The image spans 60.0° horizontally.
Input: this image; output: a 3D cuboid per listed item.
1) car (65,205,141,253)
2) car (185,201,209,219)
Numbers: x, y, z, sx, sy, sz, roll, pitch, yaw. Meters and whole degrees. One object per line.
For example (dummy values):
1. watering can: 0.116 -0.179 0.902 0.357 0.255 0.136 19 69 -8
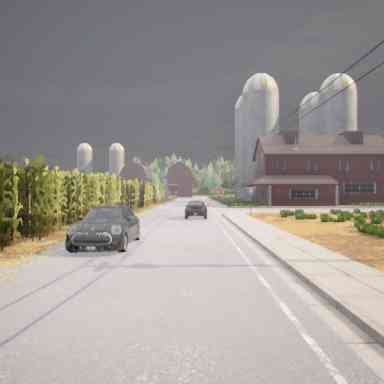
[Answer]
1. car: -3.482 1.366 13.769 2.097 1.767 4.553 0 0 1
2. car: 0.428 1.535 29.297 1.837 1.490 4.892 0 0 4
